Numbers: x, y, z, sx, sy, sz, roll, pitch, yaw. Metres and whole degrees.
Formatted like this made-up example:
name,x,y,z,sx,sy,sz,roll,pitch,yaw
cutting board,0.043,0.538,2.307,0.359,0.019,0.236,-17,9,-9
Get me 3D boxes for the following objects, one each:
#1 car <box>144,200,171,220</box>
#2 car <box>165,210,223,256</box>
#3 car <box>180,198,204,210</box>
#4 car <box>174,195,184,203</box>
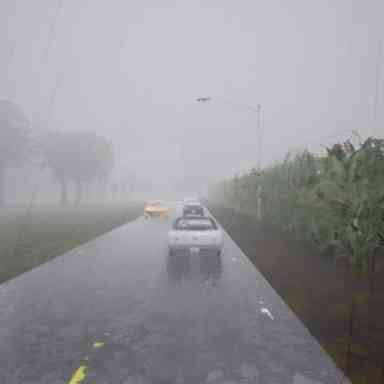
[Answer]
name,x,y,z,sx,sy,sz,roll,pitch,yaw
car,-2.829,1.458,27.888,1.882,1.535,5.008,0,0,0
car,0.104,1.589,13.104,1.895,1.301,4.718,0,0,0
car,0.119,1.505,30.898,1.812,1.442,4.674,0,0,0
car,-2.701,1.350,70.521,2.097,1.767,4.553,0,0,0
